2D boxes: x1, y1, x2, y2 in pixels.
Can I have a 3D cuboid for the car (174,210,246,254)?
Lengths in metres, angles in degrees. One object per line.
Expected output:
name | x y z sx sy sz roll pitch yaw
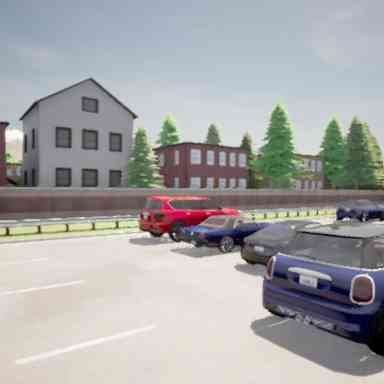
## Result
car | 1.868 1.615 13.681 4.718 1.301 1.895 0 0 -36

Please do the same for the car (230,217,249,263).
car | 3.533 1.578 10.572 4.181 1.385 1.994 0 0 -36

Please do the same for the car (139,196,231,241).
car | 0.074 1.236 16.699 5.566 2.045 2.150 0 0 -36

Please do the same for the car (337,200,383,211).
car | 13.436 1.393 26.238 4.553 1.767 2.097 0 0 -36

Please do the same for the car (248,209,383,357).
car | 3.475 1.361 6.231 4.553 1.767 2.097 0 0 -35
